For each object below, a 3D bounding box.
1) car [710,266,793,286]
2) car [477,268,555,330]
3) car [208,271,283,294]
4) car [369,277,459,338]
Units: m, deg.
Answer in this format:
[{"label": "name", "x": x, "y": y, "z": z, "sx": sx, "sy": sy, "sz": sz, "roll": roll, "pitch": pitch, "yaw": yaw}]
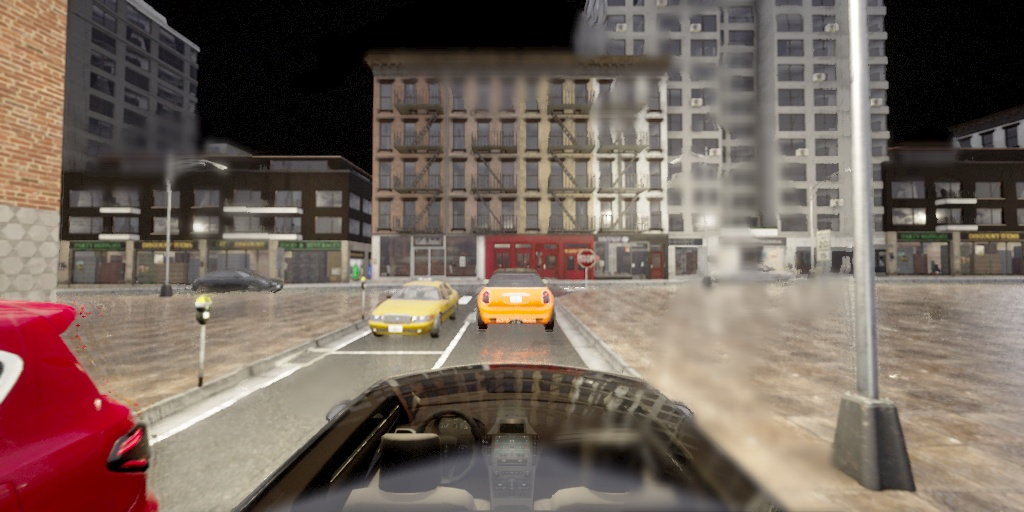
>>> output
[{"label": "car", "x": 16.015, "y": 1.320, "z": 24.281, "sx": 4.718, "sy": 1.301, "sz": 1.895, "roll": -1, "pitch": -2, "yaw": 0}, {"label": "car", "x": 0.112, "y": 1.163, "z": 11.471, "sx": 2.097, "sy": 1.767, "sz": 4.553, "roll": 0, "pitch": 0, "yaw": 0}, {"label": "car", "x": -16.228, "y": 1.591, "z": 21.314, "sx": 4.674, "sy": 1.442, "sz": 1.812, "roll": -1, "pitch": -2, "yaw": 0}, {"label": "car", "x": -2.622, "y": 1.331, "z": 10.466, "sx": 1.751, "sy": 1.417, "sz": 4.829, "roll": 0, "pitch": 0, "yaw": 0}]
